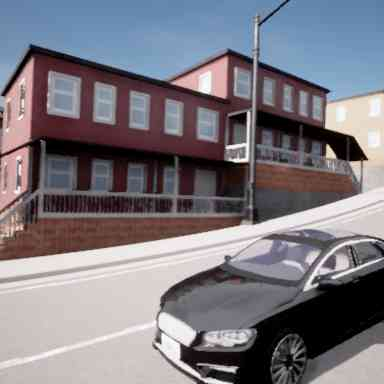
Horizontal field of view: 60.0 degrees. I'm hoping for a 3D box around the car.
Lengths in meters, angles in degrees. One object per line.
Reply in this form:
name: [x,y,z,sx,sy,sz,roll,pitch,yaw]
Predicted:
car: [1.744,1.409,5.220,4.902,1.511,2.128,-3,1,-35]
